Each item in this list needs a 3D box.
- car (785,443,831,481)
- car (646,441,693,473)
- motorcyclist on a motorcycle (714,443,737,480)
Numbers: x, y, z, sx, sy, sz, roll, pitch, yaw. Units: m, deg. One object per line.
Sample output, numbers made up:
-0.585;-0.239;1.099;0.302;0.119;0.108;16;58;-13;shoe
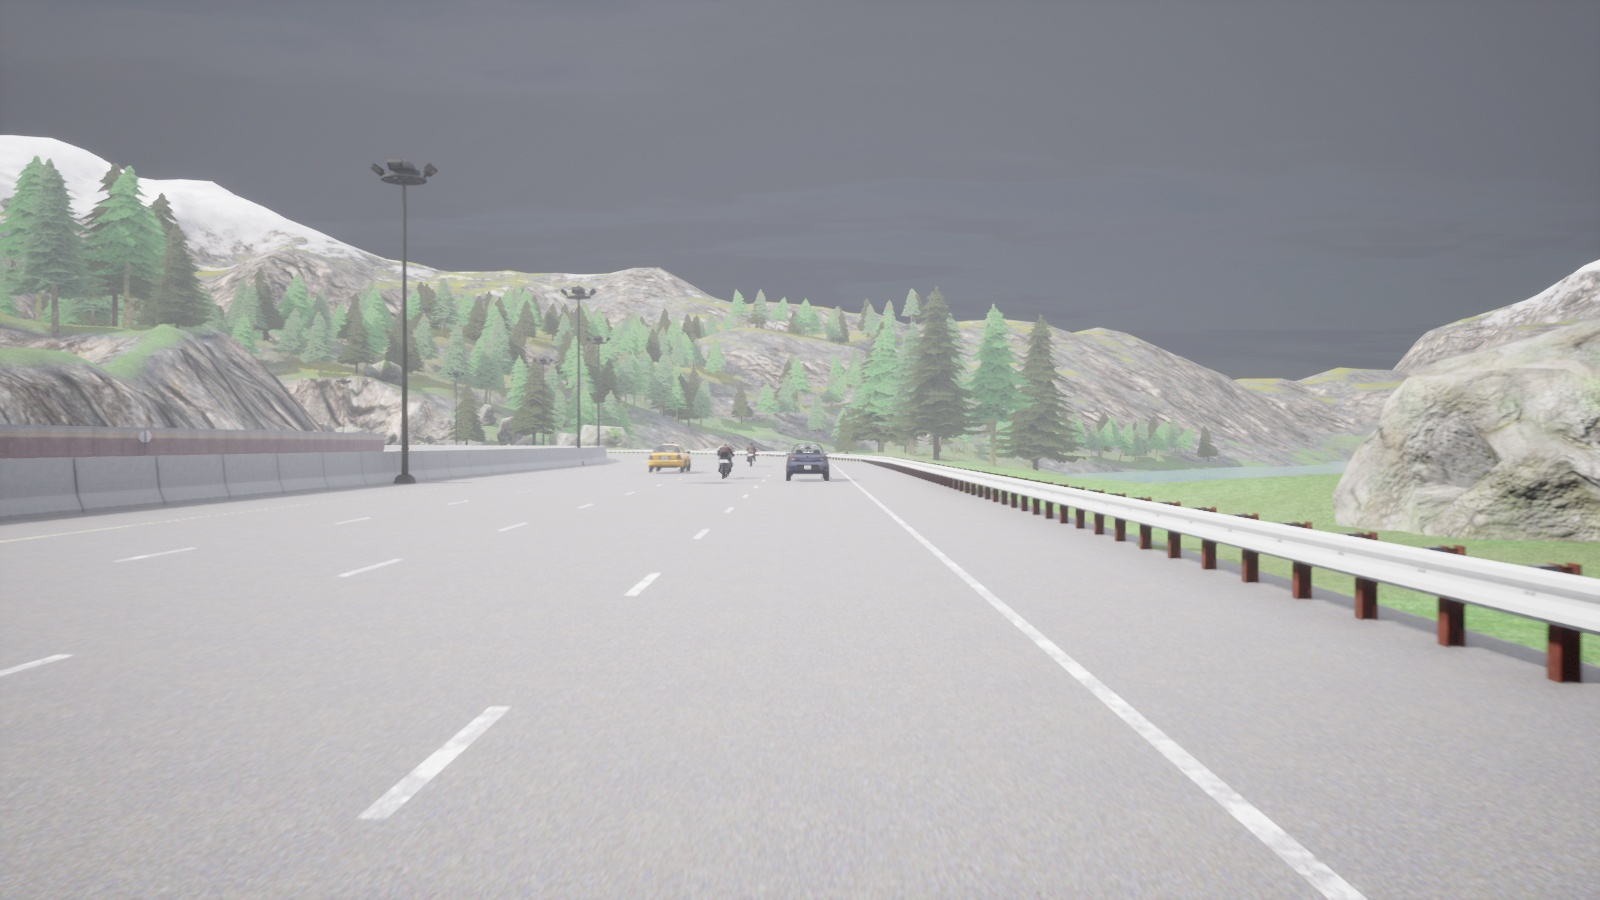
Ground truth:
0.313;0.469;51.633;1.816;1.474;4.193;0;0;0;car
-6.616;0.319;64.105;1.801;1.575;5.366;0;0;0;car
-3.175;0.476;53.739;0.866;1.530;2.191;0;0;0;motorcyclist on a motorcycle
